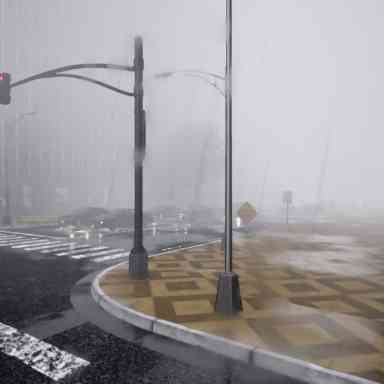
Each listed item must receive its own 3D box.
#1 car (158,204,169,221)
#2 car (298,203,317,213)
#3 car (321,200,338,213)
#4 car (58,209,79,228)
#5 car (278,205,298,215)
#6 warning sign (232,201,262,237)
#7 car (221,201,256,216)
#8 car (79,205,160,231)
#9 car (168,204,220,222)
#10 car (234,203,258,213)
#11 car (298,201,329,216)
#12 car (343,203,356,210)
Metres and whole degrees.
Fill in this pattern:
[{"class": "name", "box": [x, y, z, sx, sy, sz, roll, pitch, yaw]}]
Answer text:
[{"class": "car", "box": [-2.861, 1.988, 32.905, 1.837, 1.490, 4.892, 0, -1, 33]}, {"class": "car", "box": [19.003, 2.593, 54.792, 1.994, 1.385, 4.181, 0, -1, 33]}, {"class": "car", "box": [21.758, 2.254, 53.066, 2.150, 2.045, 5.566, 0, -1, 33]}, {"class": "car", "box": [-7.822, 1.844, 25.153, 1.812, 1.442, 4.674, 0, -1, 31]}, {"class": "car", "box": [13.571, 2.450, 46.225, 1.895, 1.301, 4.718, 0, -1, 33]}, {"class": "warning sign", "box": [3.059, 1.454, 18.575, 1.300, 1.860, 1.060, 1, 1, 33]}, {"class": "car", "box": [5.777, 2.034, 40.340, 2.097, 1.767, 4.553, 0, -1, 33]}, {"class": "car", "box": [-4.950, 1.874, 23.625, 2.033, 1.411, 5.357, 0, -1, 33]}, {"class": "car", "box": [0.310, 1.992, 31.829, 2.128, 1.511, 4.902, 0, -1, 33]}, {"class": "car", "box": [8.097, 2.370, 49.885, 1.812, 1.442, 4.674, 0, -1, 32]}, {"class": "car", "box": [16.241, 2.343, 44.374, 2.128, 1.511, 4.902, 0, -1, 33]}, {"class": "car", "box": [31.285, 2.837, 65.825, 1.812, 1.442, 4.674, 0, -1, 33]}]
